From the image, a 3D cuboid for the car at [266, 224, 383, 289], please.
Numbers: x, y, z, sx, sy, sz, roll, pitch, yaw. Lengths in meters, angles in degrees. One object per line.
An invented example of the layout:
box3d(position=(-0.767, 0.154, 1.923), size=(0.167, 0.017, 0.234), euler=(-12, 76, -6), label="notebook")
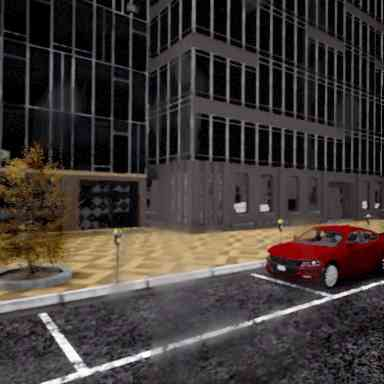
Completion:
box3d(position=(4.020, 1.631, 9.423), size=(4.507, 1.381, 1.887), euler=(1, 0, -35), label="car")
